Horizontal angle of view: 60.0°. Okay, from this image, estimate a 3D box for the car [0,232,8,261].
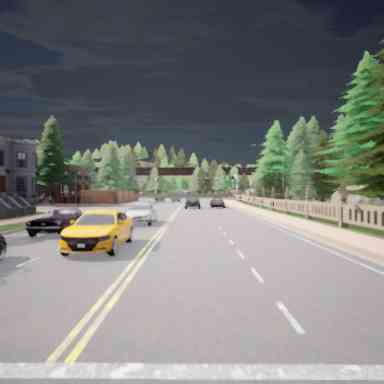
[{"bbox_3d":[-7.095,1.558,9.302,1.994,1.385,4.181,0,0,0],"label":"car"}]

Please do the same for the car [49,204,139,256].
[{"bbox_3d":[-3.591,1.469,13.273,1.882,1.535,5.008,0,0,0],"label":"car"}]

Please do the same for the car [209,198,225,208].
[{"bbox_3d":[3.613,1.531,48.028,1.994,1.385,4.181,0,0,0],"label":"car"}]

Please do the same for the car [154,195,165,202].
[{"bbox_3d":[-6.980,1.445,71.795,1.837,1.490,4.892,0,0,0],"label":"car"}]

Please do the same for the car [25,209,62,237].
[{"bbox_3d":[-7.081,1.589,18.054,1.895,1.301,4.718,0,0,0],"label":"car"}]

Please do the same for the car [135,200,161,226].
[{"bbox_3d":[-3.555,1.510,23.439,1.812,1.442,4.674,0,0,1],"label":"car"}]

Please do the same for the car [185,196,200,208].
[{"bbox_3d":[0.096,1.321,46.547,2.097,1.767,4.553,0,0,0],"label":"car"}]

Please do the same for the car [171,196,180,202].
[{"bbox_3d":[-3.480,1.540,71.764,1.895,1.301,4.718,0,0,0],"label":"car"}]
